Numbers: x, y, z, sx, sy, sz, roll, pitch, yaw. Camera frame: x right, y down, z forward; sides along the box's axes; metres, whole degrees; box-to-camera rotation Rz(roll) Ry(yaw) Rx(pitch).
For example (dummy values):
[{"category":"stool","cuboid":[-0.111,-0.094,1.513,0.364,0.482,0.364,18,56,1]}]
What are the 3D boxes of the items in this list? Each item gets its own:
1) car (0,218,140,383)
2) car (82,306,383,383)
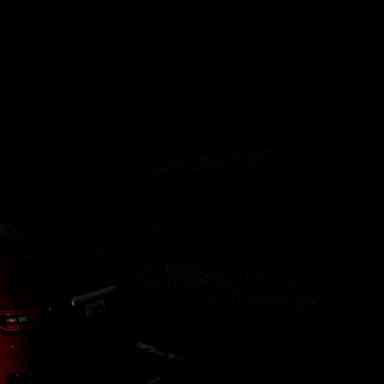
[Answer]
[{"category":"car","cuboid":[-2.970,1.315,4.939,5.009,1.841,2.192,0,0,36]},{"category":"car","cuboid":[1.515,1.582,1.724,4.206,1.307,1.802,0,0,36]}]
